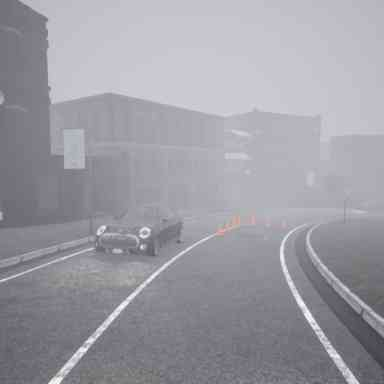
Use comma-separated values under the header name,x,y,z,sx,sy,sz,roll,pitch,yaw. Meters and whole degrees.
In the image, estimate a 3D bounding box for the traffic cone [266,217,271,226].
name,x,y,z,sx,sy,sz,roll,pitch,yaw
traffic cone,5.160,1.994,22.449,0.340,0.580,0.340,2,1,17

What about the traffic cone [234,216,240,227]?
name,x,y,z,sx,sy,sz,roll,pitch,yaw
traffic cone,2.662,1.925,21.142,0.340,0.580,0.340,2,1,17

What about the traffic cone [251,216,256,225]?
name,x,y,z,sx,sy,sz,roll,pitch,yaw
traffic cone,4.206,1.958,22.744,0.340,0.580,0.340,2,1,17

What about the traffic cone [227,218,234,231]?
name,x,y,z,sx,sy,sz,roll,pitch,yaw
traffic cone,2.062,1.926,19.235,0.340,0.580,0.340,2,1,18

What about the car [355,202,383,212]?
name,x,y,z,sx,sy,sz,roll,pitch,yaw
car,25.070,2.055,46.865,4.181,1.385,1.994,2,3,-26

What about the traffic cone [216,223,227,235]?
name,x,y,z,sx,sy,sz,roll,pitch,yaw
traffic cone,1.462,1.925,17.327,0.340,0.580,0.340,2,0,17

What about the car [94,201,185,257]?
name,x,y,z,sx,sy,sz,roll,pitch,yaw
car,-1.805,1.289,12.772,2.097,1.767,4.553,1,0,15
